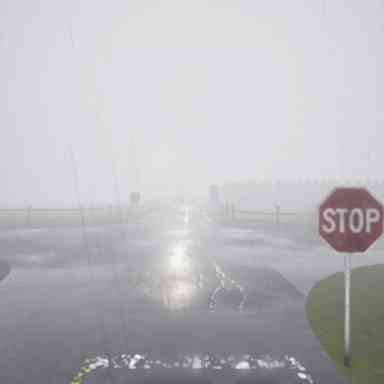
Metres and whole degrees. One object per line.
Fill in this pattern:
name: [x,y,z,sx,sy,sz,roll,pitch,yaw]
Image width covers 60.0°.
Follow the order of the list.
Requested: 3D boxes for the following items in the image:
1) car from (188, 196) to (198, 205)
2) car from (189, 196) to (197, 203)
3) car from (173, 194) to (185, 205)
car: [0.168,1.853,63.319,1.895,1.301,4.718,0,0,0]
car: [0.195,1.616,73.293,1.837,1.490,4.892,0,0,0]
car: [-2.571,1.486,67.438,2.150,2.045,5.566,0,0,0]
